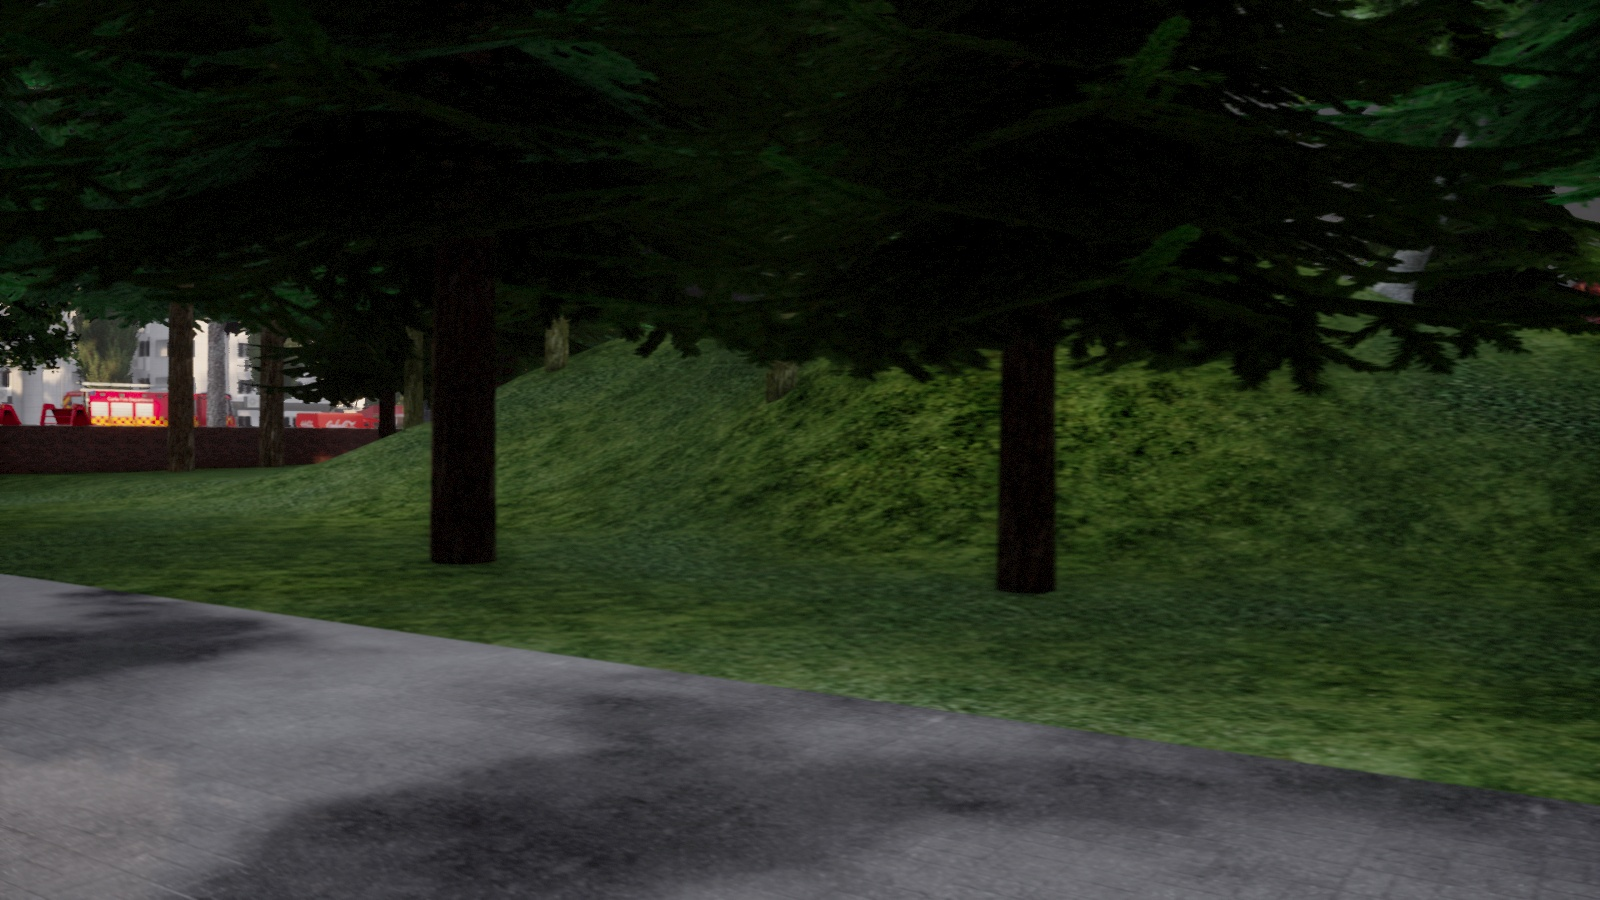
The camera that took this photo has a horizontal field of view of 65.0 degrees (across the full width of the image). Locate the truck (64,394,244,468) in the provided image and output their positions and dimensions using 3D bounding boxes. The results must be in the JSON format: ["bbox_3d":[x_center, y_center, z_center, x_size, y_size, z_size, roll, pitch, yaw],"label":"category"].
[{"bbox_3d":[-35.474,-1.058,69.323,2.891,3.827,8.468,0,1,34],"label":"truck"}]

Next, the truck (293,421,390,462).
[{"bbox_3d":[-28.874,-0.575,79.240,2.627,2.467,5.204,0,1,34],"label":"truck"}]
